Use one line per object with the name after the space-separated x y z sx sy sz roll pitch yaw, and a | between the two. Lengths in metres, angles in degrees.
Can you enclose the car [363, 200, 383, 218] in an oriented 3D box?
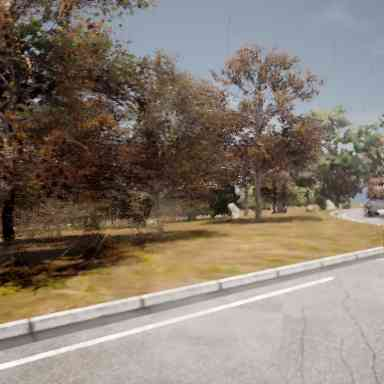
16.007 1.425 28.753 2.128 1.511 4.902 0 0 21 | car
